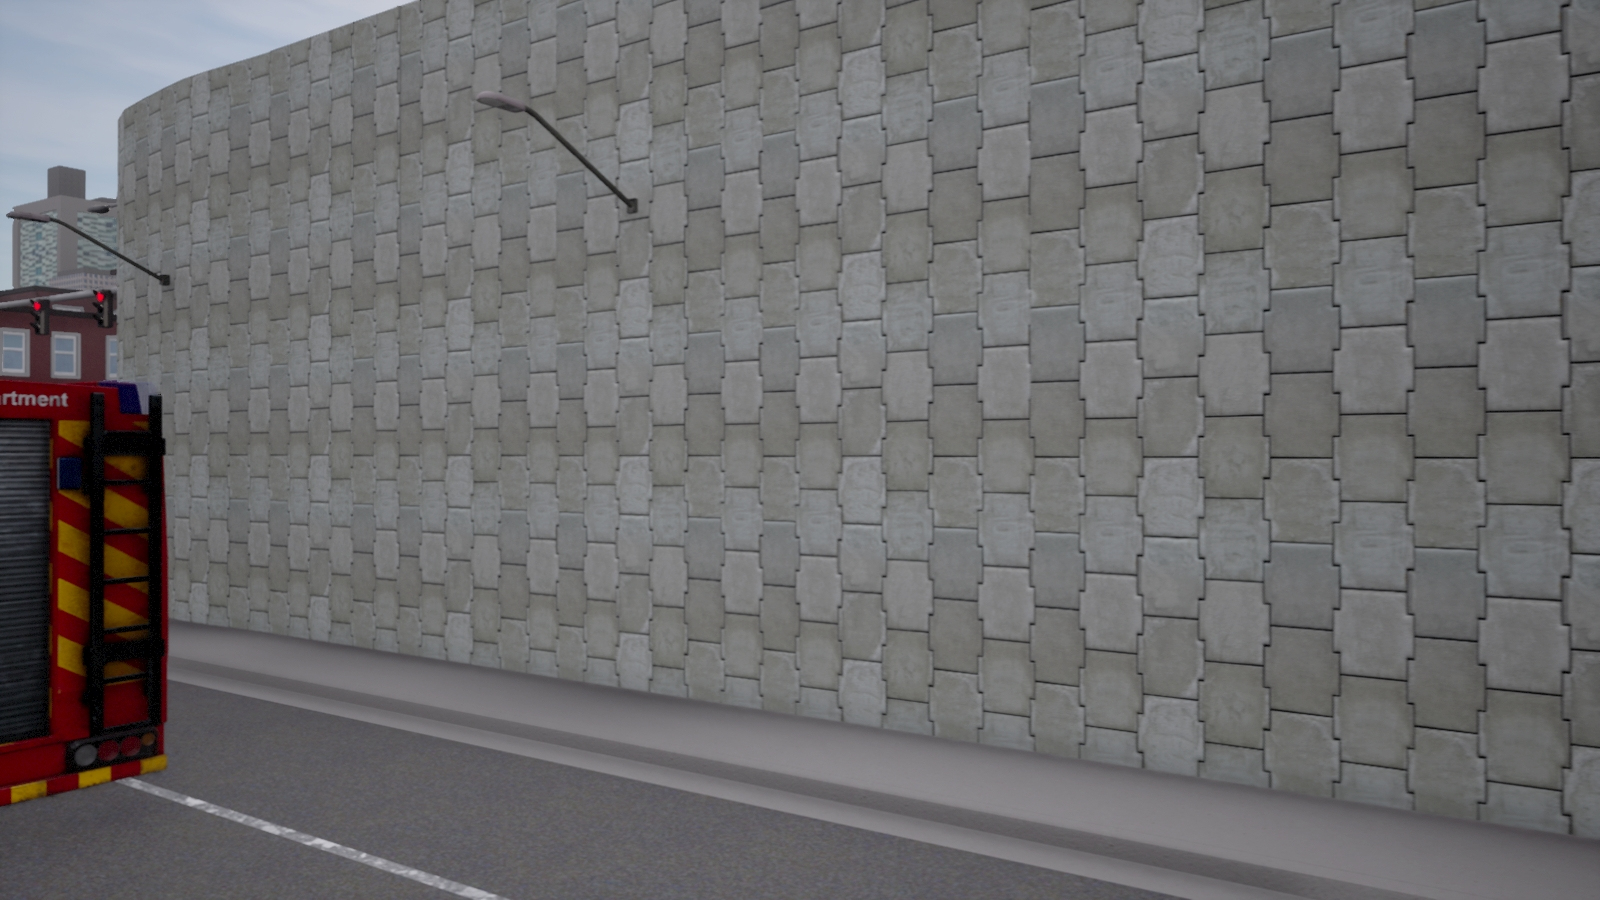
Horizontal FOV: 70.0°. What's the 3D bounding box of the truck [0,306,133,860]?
[{"bbox_3d":[-9.356,0.921,9.792,8.468,3.827,2.891,0,0,34],"label":"truck"}]
